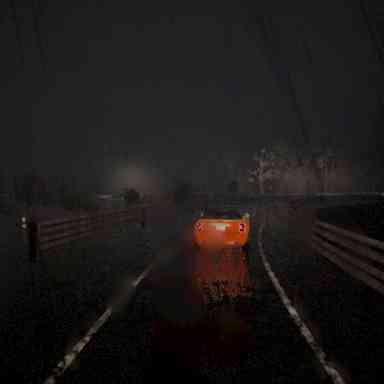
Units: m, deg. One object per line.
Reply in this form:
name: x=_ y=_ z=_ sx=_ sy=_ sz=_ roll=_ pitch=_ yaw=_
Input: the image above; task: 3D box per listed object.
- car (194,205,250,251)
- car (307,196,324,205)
car: x=1.397 y=1.345 z=14.284 sx=2.097 sy=1.767 sz=4.553 roll=-1 pitch=0 yaw=9
car: x=20.279 y=1.383 z=55.053 sx=1.895 sy=1.301 sz=4.718 roll=0 pitch=0 yaw=44
